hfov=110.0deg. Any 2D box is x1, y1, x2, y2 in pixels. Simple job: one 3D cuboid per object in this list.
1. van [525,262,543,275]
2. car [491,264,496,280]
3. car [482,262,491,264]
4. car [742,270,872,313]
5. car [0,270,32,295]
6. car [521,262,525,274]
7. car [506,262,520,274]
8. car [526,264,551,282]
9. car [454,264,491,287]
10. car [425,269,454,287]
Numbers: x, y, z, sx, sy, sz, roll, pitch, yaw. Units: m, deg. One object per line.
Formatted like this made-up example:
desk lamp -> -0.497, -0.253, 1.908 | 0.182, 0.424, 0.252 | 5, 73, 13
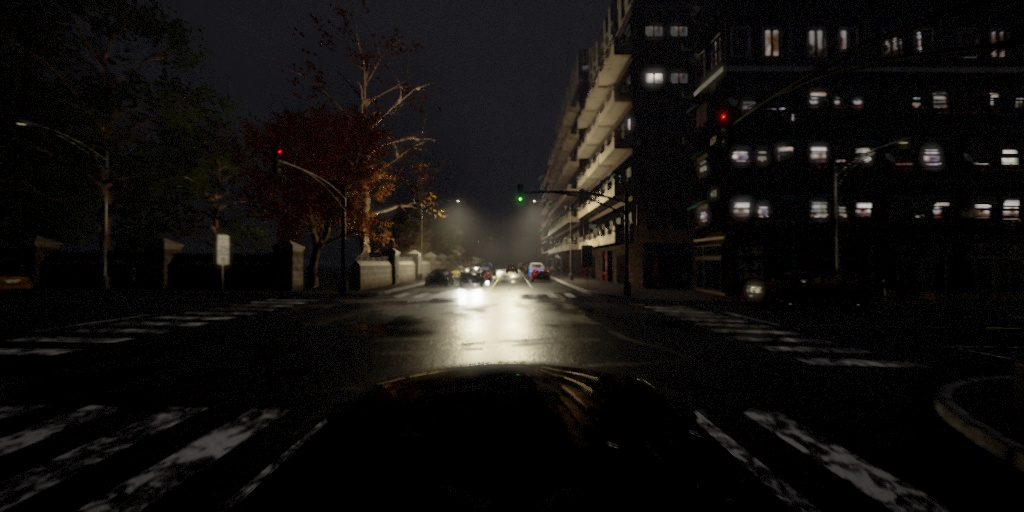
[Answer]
van -> 2.680, 1.631, 40.028 | 1.690, 1.789, 3.998 | 0, 0, 0
car -> -3.107, 1.839, 39.019 | 1.994, 1.385, 4.181 | 0, -1, 0
car -> -3.109, 1.978, 49.612 | 2.033, 1.411, 5.357 | 0, -1, 0
car -> 13.445, 1.551, 16.428 | 5.009, 1.841, 2.192 | 0, 0, -1
car -> -24.748, 1.074, 16.062 | 4.829, 1.417, 1.751 | 0, 0, -1
car -> 2.677, 1.896, 51.287 | 1.967, 1.591, 4.097 | 0, 0, 0
car -> -0.016, 2.048, 57.075 | 1.837, 1.490, 4.892 | 0, -1, 0
car -> 2.681, 1.753, 34.398 | 1.888, 1.381, 4.507 | 0, 0, 0
car -> -3.117, 1.622, 29.007 | 2.128, 1.511, 4.902 | 0, -1, -1
car -> -5.698, 1.693, 28.766 | 1.948, 1.339, 4.313 | 0, 0, 0
